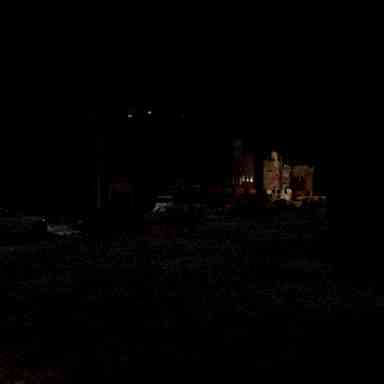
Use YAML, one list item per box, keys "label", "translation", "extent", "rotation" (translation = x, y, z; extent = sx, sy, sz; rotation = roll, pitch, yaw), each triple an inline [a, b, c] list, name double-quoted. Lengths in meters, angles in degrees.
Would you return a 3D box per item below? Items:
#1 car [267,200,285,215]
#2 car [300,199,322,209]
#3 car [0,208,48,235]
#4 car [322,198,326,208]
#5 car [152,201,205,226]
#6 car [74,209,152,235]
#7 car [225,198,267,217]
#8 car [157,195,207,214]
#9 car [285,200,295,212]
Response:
- label: "car"
  translation: [8.470, 1.745, 37.612]
  extent: [1.752, 1.417, 4.829]
  rotation: [0, -1, 35]
- label: "car"
  translation: [18.144, 1.814, 51.222]
  extent: [1.967, 1.590, 4.097]
  rotation: [0, -1, 35]
- label: "car"
  translation: [-9.638, 1.526, 16.681]
  extent: [1.812, 1.442, 4.674]
  rotation: [0, 0, 35]
- label: "car"
  translation: [21.400, 1.982, 55.802]
  extent: [2.008, 1.369, 4.403]
  rotation: [0, -1, 35]
- label: "car"
  translation: [-1.302, 1.609, 23.865]
  extent: [1.752, 1.417, 4.829]
  rotation: [0, -1, 35]
- label: "car"
  translation: [-4.659, 1.604, 19.144]
  extent: [1.947, 1.339, 4.313]
  rotation: [0, -1, 35]
- label: "car"
  translation: [5.114, 1.486, 32.894]
  extent: [2.192, 1.841, 5.009]
  rotation: [0, -1, 35]
- label: "car"
  translation: [-0.919, 1.325, 28.943]
  extent: [2.150, 2.045, 5.566]
  rotation: [0, 0, 35]
- label: "car"
  translation: [11.629, 1.708, 42.057]
  extent: [1.967, 1.590, 4.097]
  rotation: [0, -1, 35]
